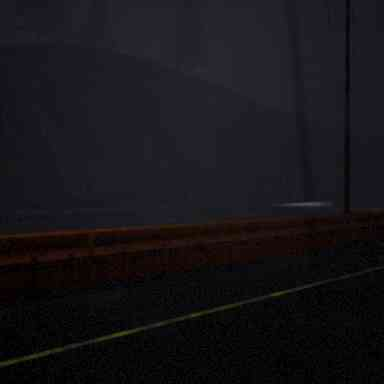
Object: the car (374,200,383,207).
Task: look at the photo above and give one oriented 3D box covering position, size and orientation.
[{"bbox_3d":[27.202,1.489,45.506,4.718,1.301,1.895,0,0,-25],"label":"car"}]
